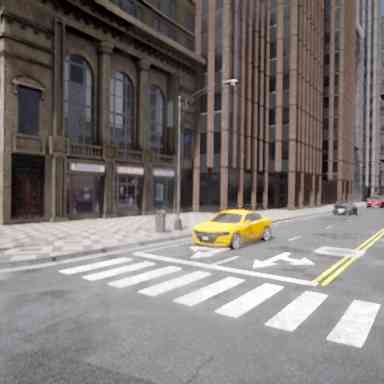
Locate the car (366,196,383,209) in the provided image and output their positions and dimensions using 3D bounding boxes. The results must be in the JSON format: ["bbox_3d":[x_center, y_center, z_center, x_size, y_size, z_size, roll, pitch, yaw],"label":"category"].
[{"bbox_3d":[30.547,1.618,55.406,2.150,2.045,5.566,1,0,35],"label":"car"}]

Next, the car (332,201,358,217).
[{"bbox_3d":[16.388,1.765,35.455,2.128,1.511,4.902,1,0,35],"label":"car"}]

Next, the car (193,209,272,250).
[{"bbox_3d":[1.969,1.562,15.130,1.882,1.535,5.008,1,0,35],"label":"car"}]
